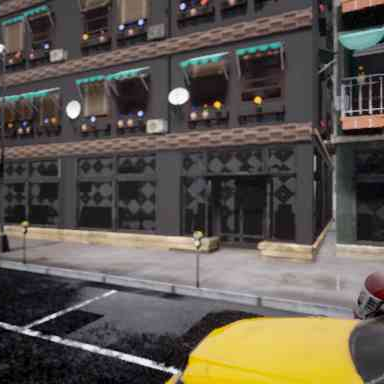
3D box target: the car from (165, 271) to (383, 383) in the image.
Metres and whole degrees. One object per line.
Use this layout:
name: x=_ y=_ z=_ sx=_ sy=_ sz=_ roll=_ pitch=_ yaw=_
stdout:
car: x=2.381 y=1.501 z=2.334 sx=5.366 sy=1.575 sz=1.801 roll=0 pitch=-1 yaw=24

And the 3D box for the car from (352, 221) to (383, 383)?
car: x=4.445 y=1.387 z=3.429 sx=5.009 sy=1.841 sz=2.192 roll=0 pitch=-1 yaw=25
